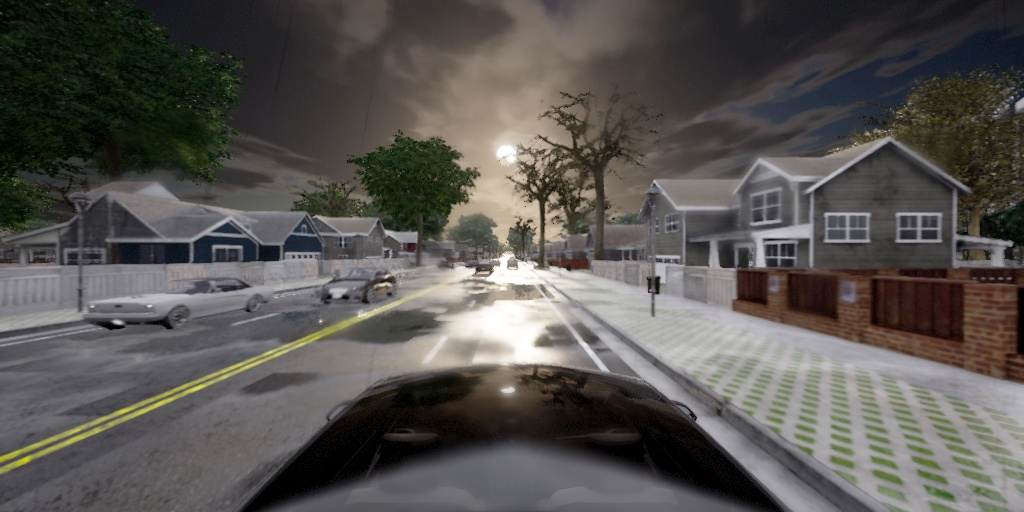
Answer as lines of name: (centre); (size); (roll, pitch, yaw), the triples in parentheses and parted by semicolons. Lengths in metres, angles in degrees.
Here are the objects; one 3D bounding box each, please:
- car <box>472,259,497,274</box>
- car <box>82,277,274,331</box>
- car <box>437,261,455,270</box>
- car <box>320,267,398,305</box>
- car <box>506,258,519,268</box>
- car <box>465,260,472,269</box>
car: (-3.157, 1.246, 41.872); (1.882, 1.535, 5.008); (0, 0, 0)
car: (-9.852, 1.352, 11.176); (1.895, 1.301, 4.718); (0, 0, 0)
car: (-9.812, 1.381, 53.392); (1.895, 1.301, 4.718); (0, 0, 1)
car: (-6.601, 1.245, 16.005); (2.128, 1.511, 4.902); (0, 0, 0)
car: (0.090, 1.283, 61.667); (2.128, 1.511, 4.902); (0, 0, 0)
car: (-6.552, 1.350, 59.029); (1.994, 1.385, 4.181); (0, 0, 1)
